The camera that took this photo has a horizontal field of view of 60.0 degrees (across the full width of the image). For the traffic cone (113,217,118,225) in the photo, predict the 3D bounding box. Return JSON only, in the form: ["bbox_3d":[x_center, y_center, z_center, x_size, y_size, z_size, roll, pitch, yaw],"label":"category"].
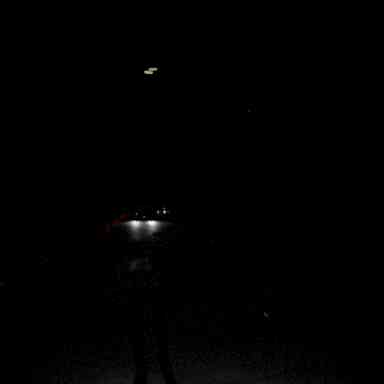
[{"bbox_3d":[-6.027,2.267,26.164,0.340,0.580,0.340,0,-1,-8],"label":"traffic cone"}]

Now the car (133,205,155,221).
[{"bbox_3d":[-4.600,2.006,31.951,1.812,1.442,4.674,0,-2,-8],"label":"car"}]

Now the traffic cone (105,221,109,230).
[{"bbox_3d":[-5.410,2.154,21.270,0.340,0.580,0.340,0,-1,-6],"label":"traffic cone"}]

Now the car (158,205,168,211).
[{"bbox_3d":[-7.035,3.909,80.913,1.837,1.490,4.892,0,-3,4],"label":"car"}]

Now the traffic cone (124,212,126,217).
[{"bbox_3d":[-7.490,2.572,36.035,0.340,0.580,0.340,0,-2,-9],"label":"traffic cone"}]
